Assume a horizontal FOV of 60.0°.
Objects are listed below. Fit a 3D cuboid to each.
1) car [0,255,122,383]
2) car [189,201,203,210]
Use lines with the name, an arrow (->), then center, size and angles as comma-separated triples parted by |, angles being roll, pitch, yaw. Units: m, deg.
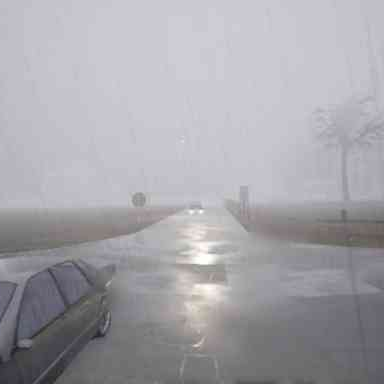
car -> -2.343, 1.581, 4.004 | 2.033, 1.411, 5.357 | 0, 0, 4
car -> 0.601, 1.984, 49.803 | 1.895, 1.301, 4.718 | 0, 0, 4
